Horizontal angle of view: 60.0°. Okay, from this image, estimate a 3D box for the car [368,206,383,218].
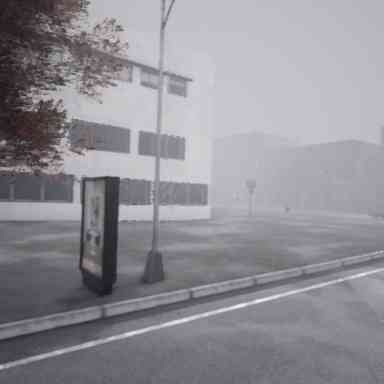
[{"bbox_3d":[20.358,2.099,34.355,1.994,1.385,4.181,2,-1,-13],"label":"car"}]
